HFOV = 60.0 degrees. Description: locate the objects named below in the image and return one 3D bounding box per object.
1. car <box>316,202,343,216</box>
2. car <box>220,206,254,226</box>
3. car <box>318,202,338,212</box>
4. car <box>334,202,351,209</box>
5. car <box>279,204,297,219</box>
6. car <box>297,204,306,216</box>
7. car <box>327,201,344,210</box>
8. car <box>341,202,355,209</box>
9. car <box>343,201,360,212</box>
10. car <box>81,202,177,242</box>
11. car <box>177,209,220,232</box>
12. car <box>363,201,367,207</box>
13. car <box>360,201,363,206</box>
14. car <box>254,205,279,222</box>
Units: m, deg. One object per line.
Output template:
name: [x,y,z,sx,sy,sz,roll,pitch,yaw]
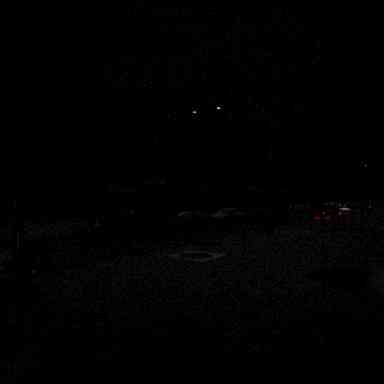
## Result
car: [16.934,2.213,41.355,1.895,1.301,4.718,0,-1,35]
car: [2.829,1.833,26.203,1.752,1.417,4.829,-1,-1,35]
car: [21.669,2.317,52.789,2.008,1.369,4.403,-1,-1,35]
car: [27.916,2.483,61.605,1.947,1.339,4.313,-1,-1,35]
car: [9.174,2.029,35.157,1.947,1.339,4.313,-1,-1,35]
car: [12.298,2.090,39.565,2.008,1.369,4.403,-1,-1,35]
car: [24.695,2.365,57.059,1.752,1.417,4.829,-1,-1,35]
car: [31.040,2.574,66.013,1.802,1.307,4.206,-1,-1,35]
car: [23.903,2.272,51.192,2.128,1.511,4.902,0,-1,36]
car: [-3.320,1.471,17.530,2.192,1.841,5.009,-1,-1,35]
car: [-0.197,1.815,21.933,1.802,1.307,4.206,-1,-1,35]
car: [40.410,2.787,79.236,1.947,1.339,4.313,-1,-1,35]
car: [34.163,2.634,70.420,1.947,1.339,4.313,-1,-1,35]
car: [6.051,1.952,30.749,1.947,1.339,4.313,-1,-1,35]
